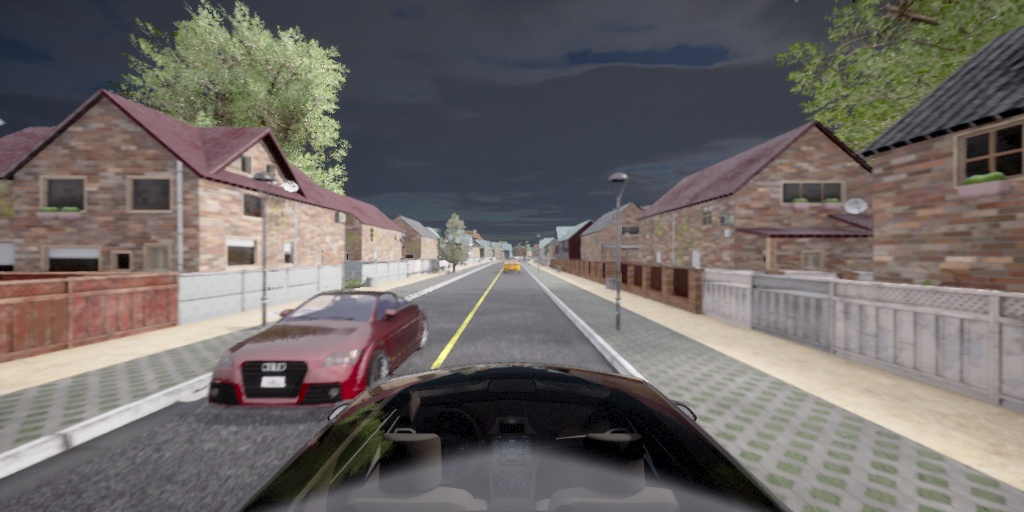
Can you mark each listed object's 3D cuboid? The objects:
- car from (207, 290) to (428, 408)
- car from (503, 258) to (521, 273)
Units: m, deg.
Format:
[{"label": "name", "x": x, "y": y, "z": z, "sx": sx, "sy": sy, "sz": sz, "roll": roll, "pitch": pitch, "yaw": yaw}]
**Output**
[{"label": "car", "x": -2.831, "y": 1.311, "z": 6.255, "sx": 1.994, "sy": 1.385, "sz": 4.181, "roll": 0, "pitch": 0, "yaw": 0}, {"label": "car", "x": -0.012, "y": 1.199, "z": 42.497, "sx": 1.882, "sy": 1.535, "sz": 5.008, "roll": 0, "pitch": 0, "yaw": 0}]
